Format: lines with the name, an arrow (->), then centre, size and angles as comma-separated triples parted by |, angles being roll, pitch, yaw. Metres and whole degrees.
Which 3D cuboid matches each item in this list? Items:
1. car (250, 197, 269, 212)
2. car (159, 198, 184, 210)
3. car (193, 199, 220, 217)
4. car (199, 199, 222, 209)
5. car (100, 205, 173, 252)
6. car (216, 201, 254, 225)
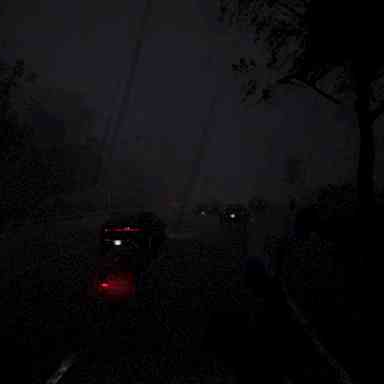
car -> 8.202, 1.420, 41.050 | 2.097, 1.767, 4.553 | 0, 0, 19
car -> -2.592, 1.494, 42.677 | 1.882, 1.535, 5.008 | 0, 0, 20
car -> 1.643, 1.634, 32.367 | 1.895, 1.301, 4.718 | 0, 0, 16
car -> 2.736, 1.644, 47.152 | 1.895, 1.301, 4.718 | 0, 0, 21
car -> -2.274, 1.510, 14.011 | 1.837, 1.490, 4.892 | 0, 0, 7
car -> 3.261, 1.599, 24.660 | 1.994, 1.385, 4.181 | 0, 0, 14
